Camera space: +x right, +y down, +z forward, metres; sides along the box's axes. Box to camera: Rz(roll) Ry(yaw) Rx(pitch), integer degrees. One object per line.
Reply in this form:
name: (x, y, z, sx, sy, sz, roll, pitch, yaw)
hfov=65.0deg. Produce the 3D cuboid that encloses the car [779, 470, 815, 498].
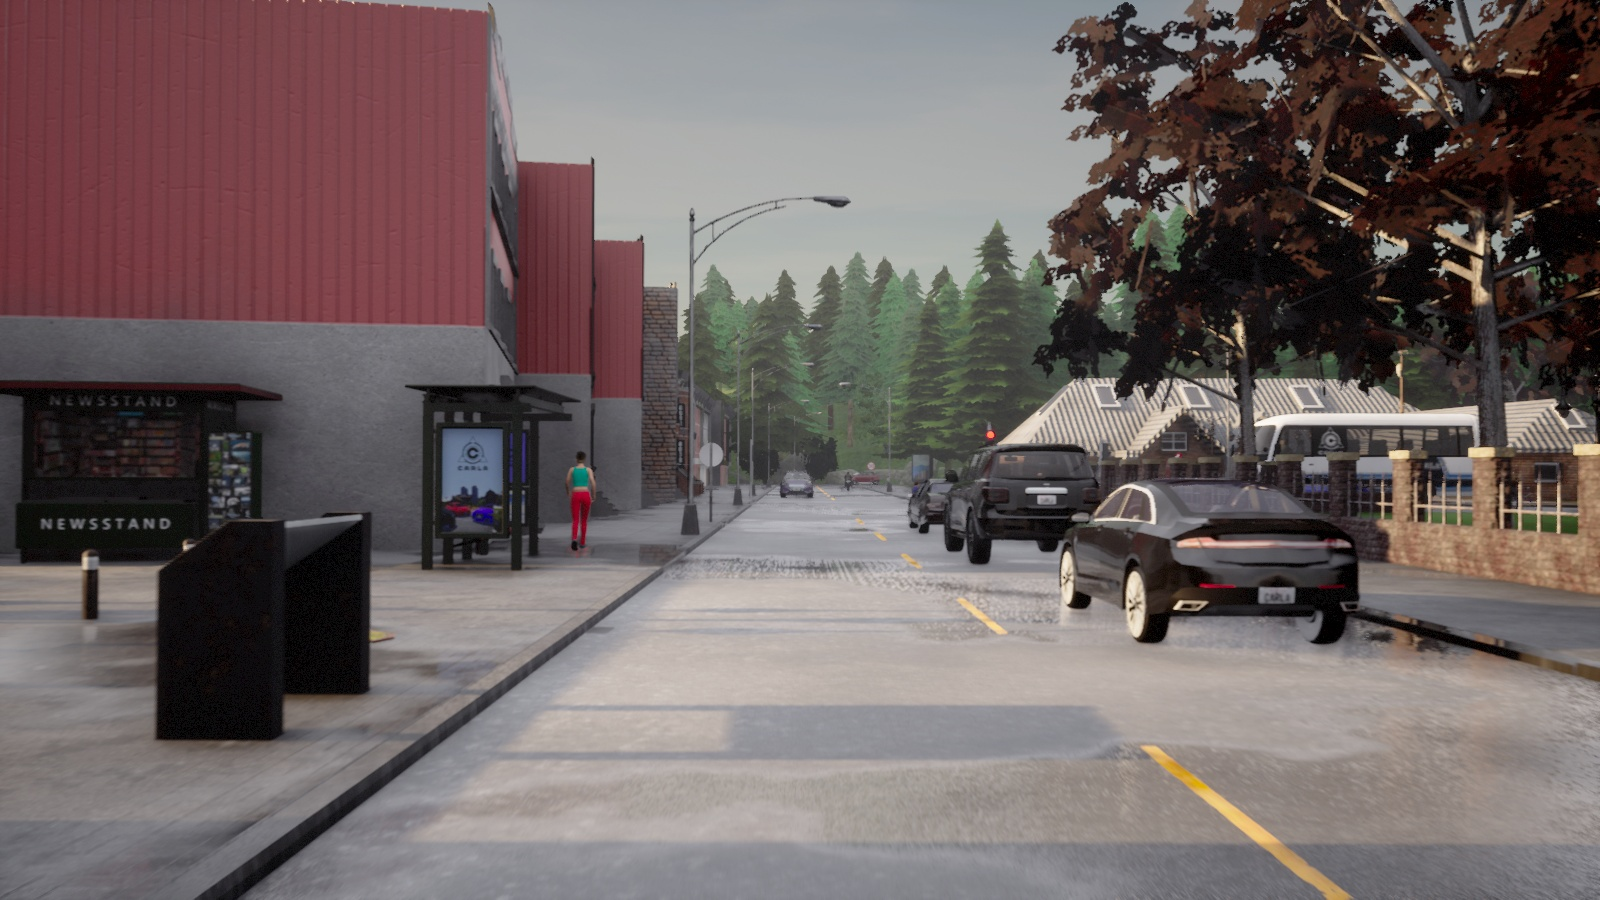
car: (-0.183, 2.004, 75.177, 2.033, 1.649, 4.856, 0, -1, 0)

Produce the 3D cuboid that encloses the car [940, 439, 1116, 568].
car: (3.947, 0.900, 22.850, 2.150, 2.045, 5.566, 0, -1, 0)

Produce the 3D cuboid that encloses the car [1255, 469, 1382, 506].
car: (21.858, 1.562, 53.020, 4.514, 1.525, 2.007, 0, -1, -1)

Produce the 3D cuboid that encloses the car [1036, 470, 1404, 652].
car: (3.968, 0.972, 12.947, 2.128, 1.511, 4.902, 0, -1, 0)

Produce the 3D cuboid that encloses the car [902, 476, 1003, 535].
car: (3.912, 1.400, 33.064, 2.033, 1.411, 5.357, 0, -1, 0)

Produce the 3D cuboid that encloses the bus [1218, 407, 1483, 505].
bus: (24.838, 0.295, 57.099, 10.273, 4.253, 3.944, 0, -1, 0)

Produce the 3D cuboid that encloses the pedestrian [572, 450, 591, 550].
pedestrian: (-4.070, 0.932, 23.402, 0.345, 1.836, 0.594, 0, -1, -8)
